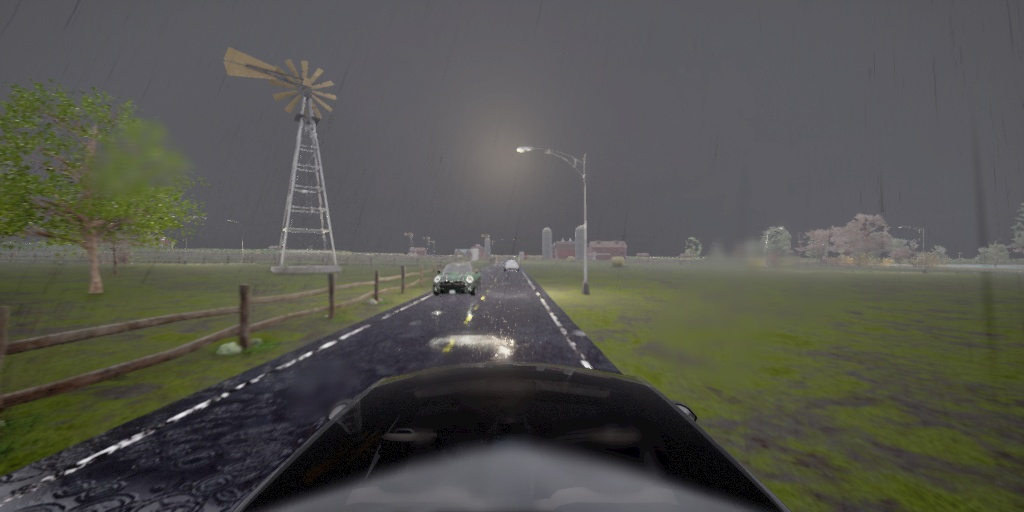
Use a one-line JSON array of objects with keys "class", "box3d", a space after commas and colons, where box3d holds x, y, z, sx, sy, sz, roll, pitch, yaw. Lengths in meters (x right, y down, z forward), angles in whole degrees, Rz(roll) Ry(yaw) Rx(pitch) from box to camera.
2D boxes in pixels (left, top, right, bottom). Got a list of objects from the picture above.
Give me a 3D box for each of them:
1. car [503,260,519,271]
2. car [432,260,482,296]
[{"class": "car", "box3d": [-0.080, 1.275, 48.145, 1.812, 1.442, 4.674, 0, 0, -2]}, {"class": "car", "box3d": [-2.805, 1.102, 19.192, 2.097, 1.767, 4.553, 0, 0, 0]}]
